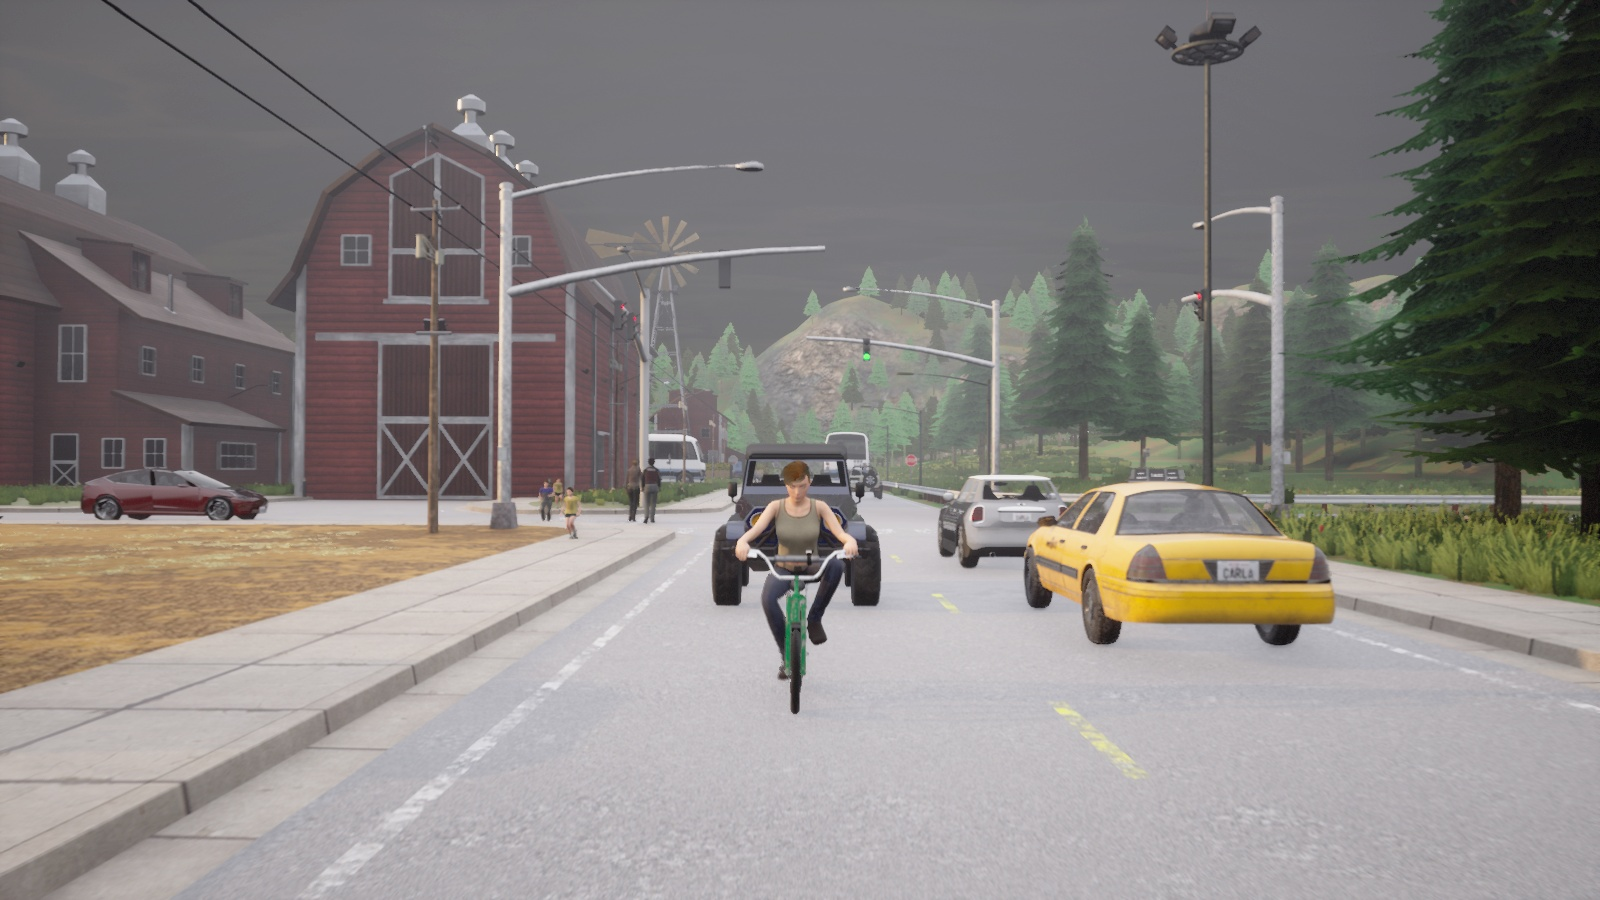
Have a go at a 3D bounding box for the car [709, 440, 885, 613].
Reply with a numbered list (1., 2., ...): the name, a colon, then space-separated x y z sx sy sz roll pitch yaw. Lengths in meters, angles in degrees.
1. car: -0.037 0.842 15.615 1.905 1.878 3.866 0 0 0

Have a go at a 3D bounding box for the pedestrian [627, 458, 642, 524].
1. pedestrian: -4.697 1.147 35.586 0.331 1.846 0.634 0 -1 2

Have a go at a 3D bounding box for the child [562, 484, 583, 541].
1. child: -4.498 1.237 24.836 0.255 1.110 0.394 0 -1 15

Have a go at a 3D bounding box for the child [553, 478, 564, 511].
1. child: -8.188 1.502 42.606 0.255 1.110 0.394 0 -1 -33

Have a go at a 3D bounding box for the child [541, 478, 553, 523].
1. child: -7.170 1.438 35.602 0.270 1.263 0.437 0 -1 -4

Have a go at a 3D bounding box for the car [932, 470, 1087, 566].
1. car: 3.451 1.089 21.385 1.970 1.475 3.806 0 -1 0

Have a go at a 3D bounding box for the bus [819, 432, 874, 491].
1. bus: 3.647 0.870 95.265 3.944 4.253 10.273 0 0 3

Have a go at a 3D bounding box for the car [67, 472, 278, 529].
1. car: -17.393 1.384 35.007 4.792 1.488 2.163 0 -1 -1

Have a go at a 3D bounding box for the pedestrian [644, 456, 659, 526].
1. pedestrian: -4.159 1.139 35.174 0.402 1.930 0.666 0 -1 -4

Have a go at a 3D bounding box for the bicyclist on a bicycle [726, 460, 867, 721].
1. bicyclist on a bicycle: -0.013 0.878 8.517 0.866 1.612 1.509 0 -1 1

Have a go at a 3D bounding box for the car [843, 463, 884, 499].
1. car: 3.346 1.636 67.080 1.932 1.855 4.605 0 -1 0

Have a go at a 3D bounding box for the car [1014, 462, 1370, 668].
1. car: 3.472 0.925 12.356 1.801 1.575 5.366 0 -1 0
